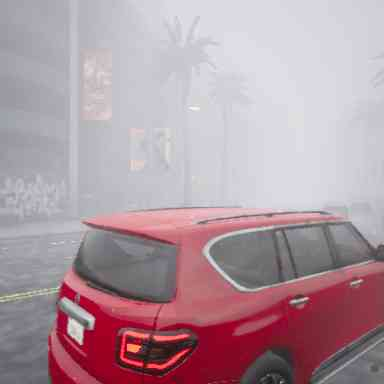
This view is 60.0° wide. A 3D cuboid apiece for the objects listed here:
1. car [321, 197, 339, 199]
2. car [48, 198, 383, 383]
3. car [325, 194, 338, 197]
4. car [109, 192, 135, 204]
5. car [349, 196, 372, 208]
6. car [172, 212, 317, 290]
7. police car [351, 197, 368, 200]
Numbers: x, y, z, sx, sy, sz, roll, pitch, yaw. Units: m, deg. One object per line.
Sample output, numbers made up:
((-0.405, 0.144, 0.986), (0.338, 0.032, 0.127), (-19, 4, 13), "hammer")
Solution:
((11.633, 1.465, 27.415), (1.882, 1.535, 5.008), (0, 0, 19), "car")
((1.081, 1.219, 4.458), (5.566, 2.045, 2.150), (0, 0, -41), "car")
((32.877, 1.318, 77.300), (2.185, 1.767, 4.553), (0, 0, 16), "car")
((-10.836, 0.982, 51.444), (2.435, 2.045, 5.566), (0, 0, 16), "car")
((24.785, 1.461, 49.062), (2.231, 1.521, 4.892), (0, 0, 16), "car")
((1.831, 1.499, 10.065), (1.837, 1.490, 4.892), (1, 1, 44), "car")
((17.730, 1.410, 35.766), (1.930, 1.638, 5.238), (0, 0, 16), "police car")
